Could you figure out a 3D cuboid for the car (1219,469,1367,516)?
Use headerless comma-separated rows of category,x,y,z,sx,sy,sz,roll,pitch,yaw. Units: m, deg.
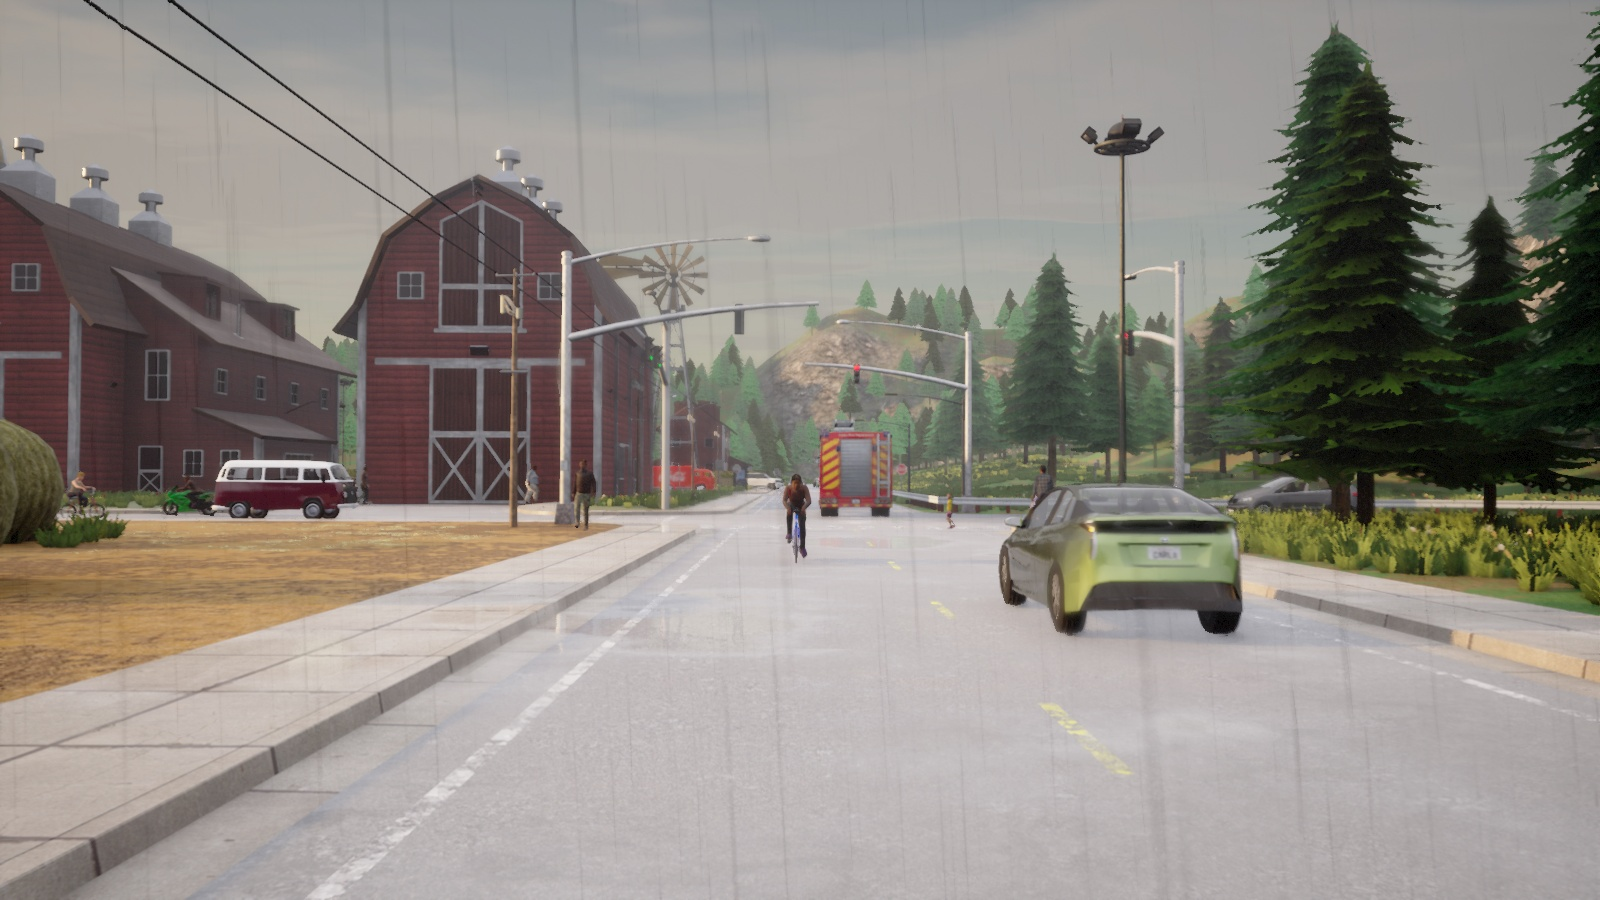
car,18.328,1.575,46.854,4.611,1.667,2.242,0,-1,-1

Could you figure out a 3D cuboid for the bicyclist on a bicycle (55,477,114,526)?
bicyclist on a bicycle,-24.197,1.743,42.472,1.509,1.612,0.866,-1,-1,-1

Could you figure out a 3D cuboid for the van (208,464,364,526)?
van,-17.377,1.502,42.617,4.480,2.038,2.069,0,-1,-1

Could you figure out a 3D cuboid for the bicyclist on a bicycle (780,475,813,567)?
bicyclist on a bicycle,-0.058,1.273,23.099,0.582,1.620,1.656,0,-1,0

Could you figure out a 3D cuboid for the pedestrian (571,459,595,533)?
pedestrian,-5.474,1.164,31.688,0.431,1.840,0.703,0,-1,5

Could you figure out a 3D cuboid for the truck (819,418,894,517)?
truck,2.263,0.790,53.129,2.891,3.827,8.468,-1,-1,1

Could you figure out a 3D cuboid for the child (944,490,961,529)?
child,4.608,1.787,37.912,0.473,1.160,0.299,0,-1,5

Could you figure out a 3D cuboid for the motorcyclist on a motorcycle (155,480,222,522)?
motorcyclist on a motorcycle,-22.391,1.859,46.008,2.044,1.523,0.797,0,-1,-1

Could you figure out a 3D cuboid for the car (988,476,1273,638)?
car,3.464,1.060,14.148,2.007,1.525,4.514,0,-1,0

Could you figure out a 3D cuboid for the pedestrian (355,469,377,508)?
pedestrian,-20.014,1.764,57.885,0.869,1.805,0.328,0,-1,-1

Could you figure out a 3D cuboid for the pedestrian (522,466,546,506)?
pedestrian,-12.339,1.676,58.259,0.900,1.855,0.874,0,-1,6

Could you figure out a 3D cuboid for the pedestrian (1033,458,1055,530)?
pedestrian,6.707,1.194,34.531,0.423,1.949,0.788,0,-1,-1
